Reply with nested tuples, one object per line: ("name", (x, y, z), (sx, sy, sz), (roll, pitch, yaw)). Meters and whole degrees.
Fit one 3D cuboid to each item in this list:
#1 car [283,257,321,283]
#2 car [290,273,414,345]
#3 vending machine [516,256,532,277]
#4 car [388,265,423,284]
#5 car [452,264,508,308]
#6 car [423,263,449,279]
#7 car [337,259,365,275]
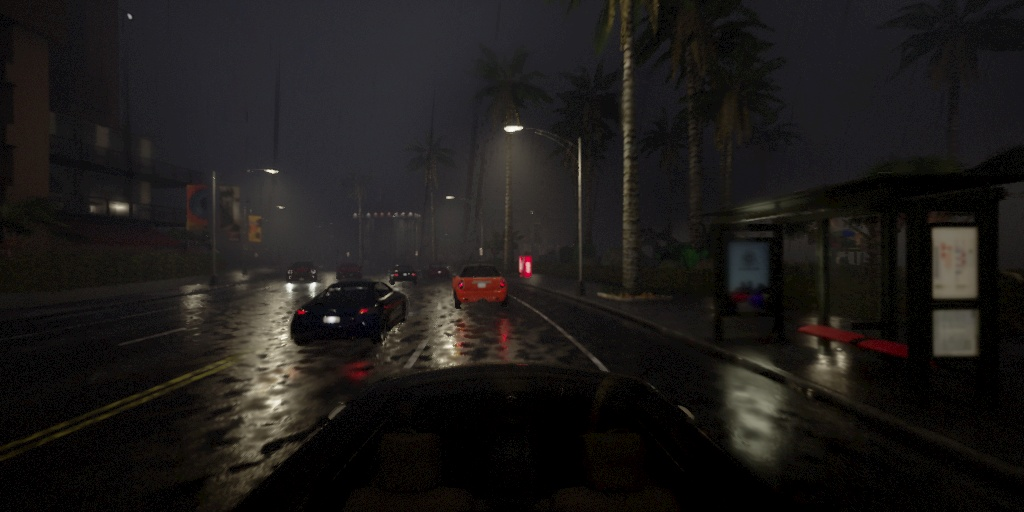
("car", (-17.391, 1.227, 29.911), (2.097, 1.767, 4.553), (0, 0, -27))
("car", (-4.107, 1.344, 9.713), (1.994, 1.385, 4.181), (0, 0, -6))
("vending machine", (1.256, 0.962, 32.794), (1.100, 2.100, 0.880), (0, 0, -22))
("car", (-8.436, 1.368, 27.542), (2.033, 1.411, 5.357), (0, 0, -21))
("car", (-1.508, 1.122, 15.602), (2.097, 1.767, 4.553), (0, 0, -10))
("car", (-7.195, 1.381, 33.297), (1.994, 1.385, 4.181), (0, 0, -24))
("car", (-14.701, 1.338, 32.392), (1.882, 1.535, 5.008), (0, 0, -28))
